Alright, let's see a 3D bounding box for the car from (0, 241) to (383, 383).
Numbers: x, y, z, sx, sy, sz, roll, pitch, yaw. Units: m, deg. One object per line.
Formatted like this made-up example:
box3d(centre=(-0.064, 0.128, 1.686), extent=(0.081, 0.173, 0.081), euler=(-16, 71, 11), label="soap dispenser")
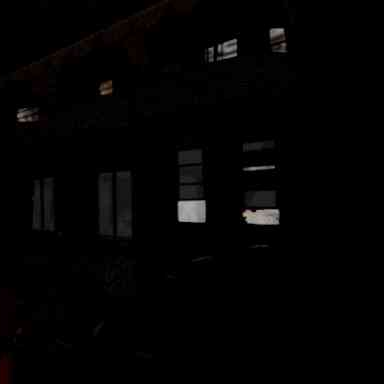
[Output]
box3d(centre=(0.643, 1.322, 2.436), extent=(5.009, 1.841, 2.192), euler=(-1, -1, 36), label="car")
